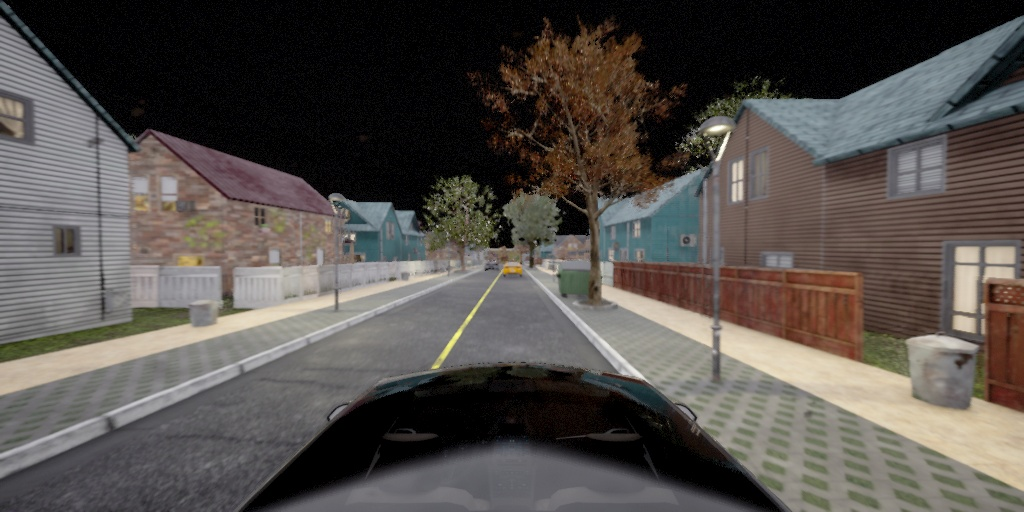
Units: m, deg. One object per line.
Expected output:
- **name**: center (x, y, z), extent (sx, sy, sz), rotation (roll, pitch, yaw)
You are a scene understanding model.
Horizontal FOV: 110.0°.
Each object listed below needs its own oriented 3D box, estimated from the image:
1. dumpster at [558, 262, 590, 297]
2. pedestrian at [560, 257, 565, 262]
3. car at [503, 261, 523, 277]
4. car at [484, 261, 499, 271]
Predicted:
- **dumpster**: center (3.009, 1.155, 17.574), extent (1.020, 1.700, 1.940), rotation (0, 0, 0)
- **pedestrian**: center (2.677, 0.904, 18.566), extent (0.375, 1.860, 0.375), rotation (-2, 2, -1)
- **car**: center (0.078, 1.296, 36.883), extent (1.882, 1.535, 5.008), rotation (0, 0, 0)
- **car**: center (-2.821, 1.455, 50.516), extent (1.994, 1.385, 4.181), rotation (0, 0, 0)
